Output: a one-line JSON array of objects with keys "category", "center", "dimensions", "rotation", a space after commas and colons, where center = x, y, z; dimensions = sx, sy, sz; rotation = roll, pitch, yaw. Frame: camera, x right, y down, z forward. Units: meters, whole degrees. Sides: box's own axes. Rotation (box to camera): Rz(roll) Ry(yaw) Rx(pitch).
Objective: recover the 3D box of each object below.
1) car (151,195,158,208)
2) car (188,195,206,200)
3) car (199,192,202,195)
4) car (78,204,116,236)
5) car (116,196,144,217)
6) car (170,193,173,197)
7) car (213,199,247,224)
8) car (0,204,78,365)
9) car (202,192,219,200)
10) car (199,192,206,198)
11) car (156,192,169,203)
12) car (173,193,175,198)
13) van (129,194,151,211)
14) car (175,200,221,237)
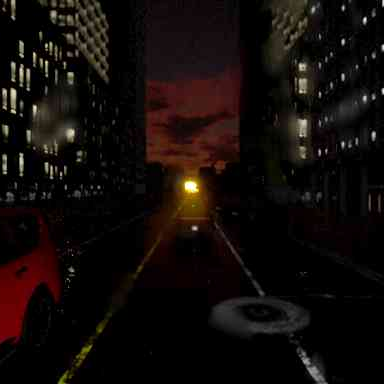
[{"category": "car", "center": [-5.619, 1.299, 40.275], "dimensions": [1.802, 1.307, 4.206], "rotation": [0, 0, 0]}, {"category": "car", "center": [0.157, 1.325, 34.216], "dimensions": [1.994, 1.385, 4.181], "rotation": [0, 0, 0]}, {"category": "car", "center": [2.801, 1.073, 63.184], "dimensions": [1.752, 1.417, 4.829], "rotation": [0, 0, 0]}, {"category": "car", "center": [-5.658, 1.429, 17.506], "dimensions": [2.008, 1.369, 4.403], "rotation": [0, 0, 0]}, {"category": "car", "center": [-5.638, 1.343, 28.890], "dimensions": [1.887, 1.381, 4.507], "rotation": [0, 0, 0]}, {"category": "car", "center": [-5.571, 1.072, 68.735], "dimensions": [1.947, 1.339, 4.313], "rotation": [0, 0, 0]}, {"category": "car", "center": [2.732, 1.405, 23.172], "dimensions": [1.947, 1.339, 4.313], "rotation": [0, 0, 0]}, {"category": "car", "center": [-3.095, 1.200, 2.988], "dimensions": [2.150, 2.045, 5.566], "rotation": [0, 0, 0]}, {"category": "car", "center": [2.772, 1.116, 45.937], "dimensions": [1.967, 1.590, 4.097], "rotation": [0, 0, 0]}, {"category": "car", "center": [2.849, 0.774, 91.471], "dimensions": [1.967, 1.590, 4.097], "rotation": [0, 0, 0]}, {"category": "car", "center": [-5.589, 1.032, 57.349], "dimensions": [1.967, 1.590, 4.097], "rotation": [0, 0, 0]}, {"category": "car", "center": [-5.532, 0.860, 91.332], "dimensions": [1.752, 1.417, 4.829], "rotation": [0, 0, 0]}, {"category": "van", "center": [-5.628, 1.099, 34.581], "dimensions": [1.690, 1.788, 3.998], "rotation": [0, 0, 0]}, {"category": "car", "center": [0.129, 1.372, 17.117], "dimensions": [2.128, 1.511, 4.902], "rotation": [0, 0, 0]}]
